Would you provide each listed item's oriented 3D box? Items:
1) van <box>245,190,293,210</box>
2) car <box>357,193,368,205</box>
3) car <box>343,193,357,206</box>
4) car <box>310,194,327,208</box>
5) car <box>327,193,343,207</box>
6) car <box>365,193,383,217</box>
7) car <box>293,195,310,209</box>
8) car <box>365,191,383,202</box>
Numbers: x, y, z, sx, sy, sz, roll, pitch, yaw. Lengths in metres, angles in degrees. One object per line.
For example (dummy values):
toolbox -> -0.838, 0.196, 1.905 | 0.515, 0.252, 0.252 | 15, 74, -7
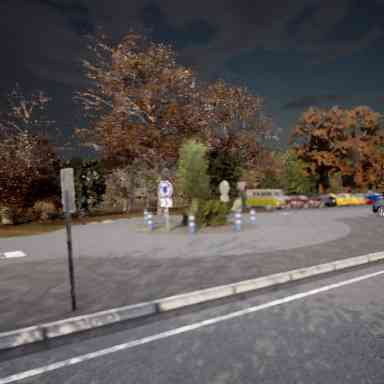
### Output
van -> 7.331, 0.751, 33.082 | 1.878, 1.987, 4.442 | 0, 1, -35
car -> 18.587, 0.903, 41.342 | 1.946, 1.575, 5.366 | -1, 0, -35
car -> 16.297, 0.933, 39.739 | 1.946, 1.575, 5.366 | -1, 0, -35
car -> 11.729, 1.008, 36.319 | 2.002, 1.452, 4.674 | 0, 0, -35
car -> 14.100, 0.986, 38.010 | 2.163, 1.488, 4.792 | 0, 0, -35
car -> 14.844, 1.013, 22.494 | 2.163, 1.488, 4.792 | 0, 0, -35
car -> 9.448, 1.012, 34.722 | 2.002, 1.452, 4.674 | 0, 0, -35
car -> 27.834, 0.681, 47.581 | 2.231, 1.521, 4.892 | -2, 1, -35
